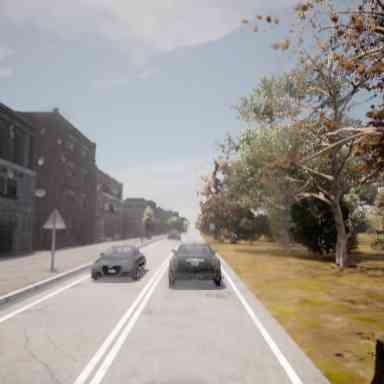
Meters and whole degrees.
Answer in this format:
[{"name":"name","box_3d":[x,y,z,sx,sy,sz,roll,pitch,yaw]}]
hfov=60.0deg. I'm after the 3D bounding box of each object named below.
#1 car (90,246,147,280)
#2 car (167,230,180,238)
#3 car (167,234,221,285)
[{"name":"car","box_3d":[-3.332,3.276,15.799,1.994,1.385,4.181,0,-5,0]},{"name":"car","box_3d":[-3.113,7.415,57.864,2.097,1.767,4.553,0,-6,1]},{"name":"car","box_3d":[0.116,2.983,14.963,2.097,1.767,4.553,0,-5,0]}]
